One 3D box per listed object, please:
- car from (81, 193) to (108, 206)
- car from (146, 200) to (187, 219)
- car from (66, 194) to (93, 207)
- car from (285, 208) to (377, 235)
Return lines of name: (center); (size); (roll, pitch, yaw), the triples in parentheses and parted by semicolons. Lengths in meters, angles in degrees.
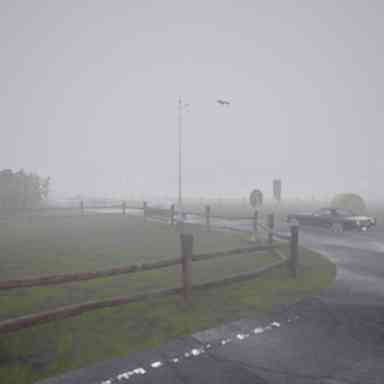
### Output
car: (-13.723, 1.221, 47.758); (2.033, 1.411, 5.357); (-1, 1, -35)
car: (-2.282, 1.396, 27.026); (1.812, 1.442, 4.674); (-1, 1, -36)
car: (-15.621, 1.308, 45.525); (1.895, 1.301, 4.718); (-1, 1, -35)
car: (7.512, 1.527, 18.618); (1.895, 1.301, 4.718); (-1, 1, -31)
